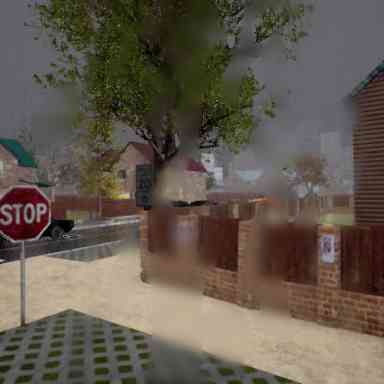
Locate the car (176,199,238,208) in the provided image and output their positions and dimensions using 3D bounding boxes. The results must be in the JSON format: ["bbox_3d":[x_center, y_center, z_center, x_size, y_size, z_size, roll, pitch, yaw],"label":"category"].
[{"bbox_3d":[1.220,1.325,23.450,1.837,1.490,4.892,-1,0,32],"label":"car"}]

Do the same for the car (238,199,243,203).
[{"bbox_3d":[3.936,1.403,33.484,1.895,1.301,4.718,-1,0,32],"label":"car"}]

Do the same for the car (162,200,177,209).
[{"bbox_3d":[-1.670,1.384,24.323,1.837,1.490,4.892,-1,-1,31],"label":"car"}]

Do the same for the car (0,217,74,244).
[{"bbox_3d":[-7.585,1.556,14.409,1.895,1.301,4.718,-1,0,30],"label":"car"}]

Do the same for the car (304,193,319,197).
[{"bbox_3d":[18.811,0.936,52.200,2.097,1.767,4.553,-1,0,31],"label":"car"}]

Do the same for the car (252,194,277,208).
[{"bbox_3d":[9.240,1.084,42.101,2.097,1.767,4.553,-1,0,32],"label":"car"}]
